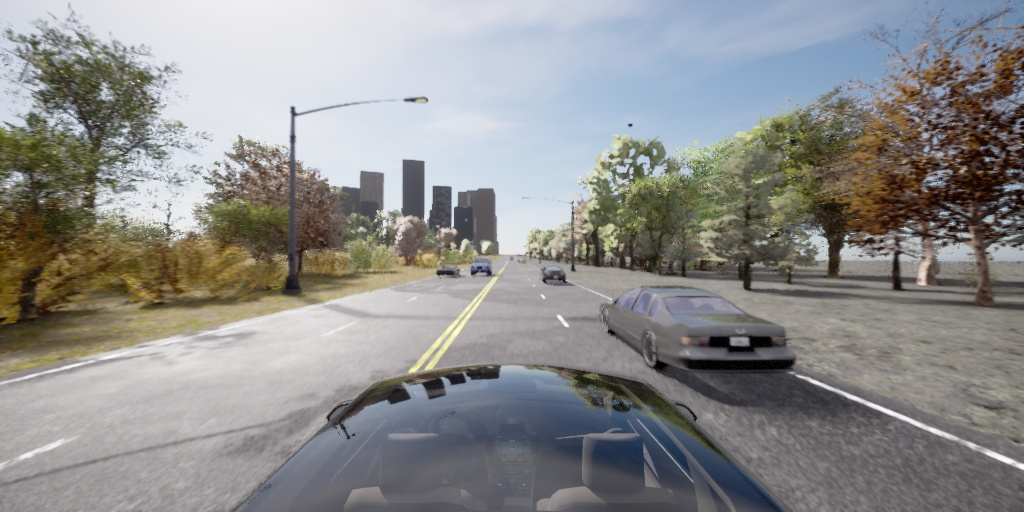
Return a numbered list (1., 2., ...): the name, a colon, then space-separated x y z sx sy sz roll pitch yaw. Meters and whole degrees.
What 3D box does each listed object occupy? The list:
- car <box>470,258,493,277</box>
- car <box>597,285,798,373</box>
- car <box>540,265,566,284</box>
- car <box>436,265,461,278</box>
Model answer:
1. car: -3.346 1.194 40.047 2.150 2.045 5.566 0 0 0
2. car: 3.352 1.342 7.814 2.033 1.411 5.357 0 -1 0
3. car: 3.340 1.455 29.638 1.812 1.442 4.674 0 0 0
4. car: -6.603 1.563 37.372 1.895 1.301 4.718 0 0 0
